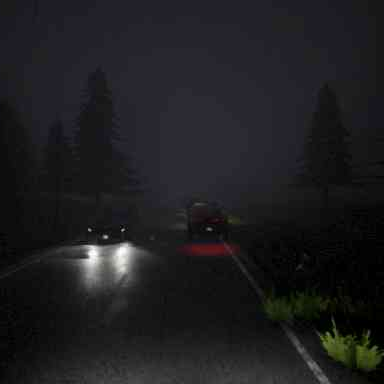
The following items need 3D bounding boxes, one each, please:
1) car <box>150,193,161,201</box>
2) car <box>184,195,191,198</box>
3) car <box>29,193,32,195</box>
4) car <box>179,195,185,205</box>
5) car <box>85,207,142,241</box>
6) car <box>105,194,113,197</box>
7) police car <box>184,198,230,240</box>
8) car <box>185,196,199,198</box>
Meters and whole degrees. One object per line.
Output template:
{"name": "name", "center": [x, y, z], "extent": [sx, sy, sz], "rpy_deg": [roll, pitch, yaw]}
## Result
{"name": "car", "center": [-8.520, 0.989, 64.717], "extent": [5.008, 1.535, 1.882], "rpy_deg": [2, 0, -1]}
{"name": "car", "center": [0.393, 1.289, 32.347], "extent": [1.837, 1.490, 4.892], "rpy_deg": [0, 0, -1]}
{"name": "car", "center": [-35.355, 0.965, 70.519], "extent": [1.851, 1.617, 3.988], "rpy_deg": [0, 0, -1]}
{"name": "car", "center": [-0.907, 1.141, 51.089], "extent": [1.882, 1.535, 5.008], "rpy_deg": [0, 0, -1]}
{"name": "car", "center": [-3.576, 1.448, 16.268], "extent": [2.033, 1.411, 5.357], "rpy_deg": [0, 0, -1]}
{"name": "car", "center": [-18.531, 0.780, 73.021], "extent": [1.905, 1.878, 3.866], "rpy_deg": [0, 0, -32]}
{"name": "police car", "center": [0.682, 1.314, 16.459], "extent": [1.930, 1.638, 5.238], "rpy_deg": [0, 0, -1]}
{"name": "car", "center": [0.502, 1.329, 26.348], "extent": [1.837, 1.490, 4.892], "rpy_deg": [0, 0, -1]}
